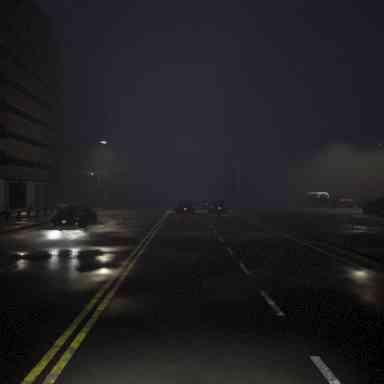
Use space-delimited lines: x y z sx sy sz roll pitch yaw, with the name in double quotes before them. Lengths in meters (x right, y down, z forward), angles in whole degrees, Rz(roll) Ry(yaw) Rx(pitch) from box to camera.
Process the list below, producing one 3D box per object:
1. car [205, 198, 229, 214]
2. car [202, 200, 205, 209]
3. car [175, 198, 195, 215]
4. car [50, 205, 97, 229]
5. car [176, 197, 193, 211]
"car" 2.699 1.564 34.994 1.994 1.385 4.181 0 0 -1
"car" 2.413 1.547 44.227 2.033 1.411 5.357 0 0 -1
"car" -0.718 1.564 33.594 1.994 1.385 4.181 0 0 -2
"car" -7.563 1.564 21.578 1.994 1.385 4.181 0 0 -1
"car" -0.950 1.492 42.490 2.128 1.511 4.902 0 0 -1
